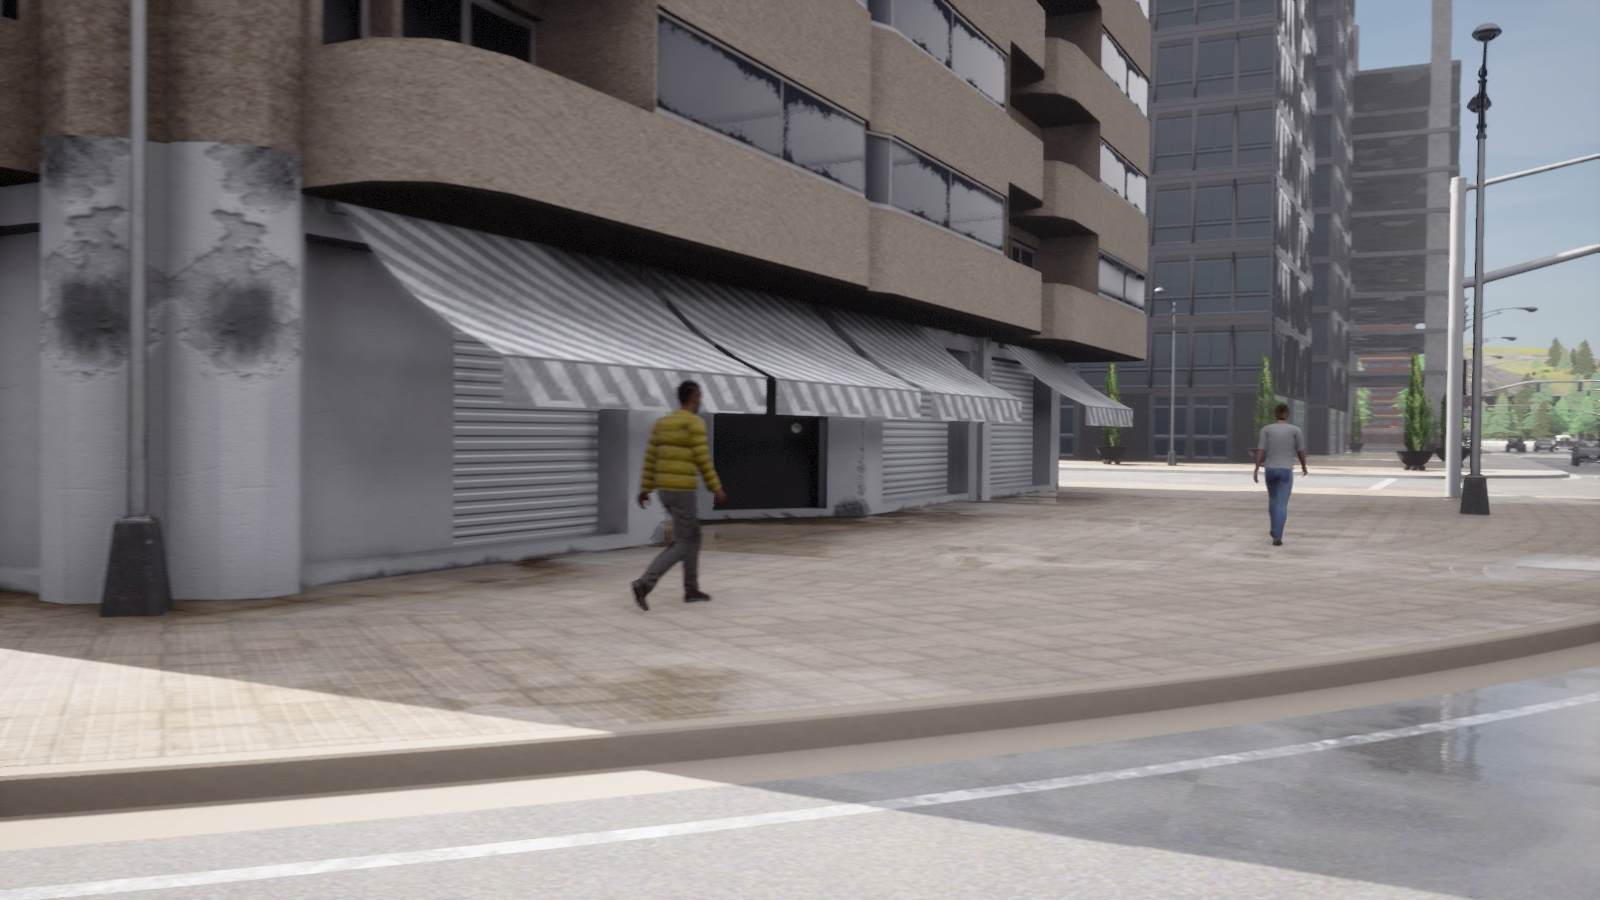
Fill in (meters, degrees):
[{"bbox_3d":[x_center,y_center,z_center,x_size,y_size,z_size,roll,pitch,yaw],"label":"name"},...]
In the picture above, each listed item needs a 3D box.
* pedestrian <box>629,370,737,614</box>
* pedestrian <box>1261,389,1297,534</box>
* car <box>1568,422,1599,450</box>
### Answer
[{"bbox_3d":[-0.917,0.312,9.892,0.709,1.840,0.431,-1,1,-42],"label":"pedestrian"},{"bbox_3d":[6.198,0.142,16.246,0.354,1.836,0.706,0,1,27],"label":"pedestrian"},{"bbox_3d":[45.108,-0.815,71.815,1.789,1.549,3.705,0,1,28],"label":"car"}]
